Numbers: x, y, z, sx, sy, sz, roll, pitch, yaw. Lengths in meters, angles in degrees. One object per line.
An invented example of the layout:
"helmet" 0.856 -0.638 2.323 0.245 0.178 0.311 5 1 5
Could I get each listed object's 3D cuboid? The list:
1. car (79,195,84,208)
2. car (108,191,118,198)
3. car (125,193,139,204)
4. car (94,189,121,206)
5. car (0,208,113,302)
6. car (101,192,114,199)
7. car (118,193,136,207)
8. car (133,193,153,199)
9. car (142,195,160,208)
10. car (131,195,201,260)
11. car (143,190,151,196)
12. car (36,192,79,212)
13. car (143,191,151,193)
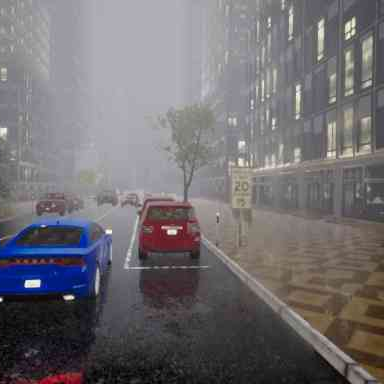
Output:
"car" -11.955 0.978 32.907 1.967 1.590 4.097 1 1 -8
"car" -18.205 0.478 76.932 1.967 1.590 4.097 1 1 -8
"car" -9.108 0.893 50.801 1.882 1.535 5.008 1 1 -8
"car" -10.731 0.688 42.564 2.150 2.045 5.566 1 1 -8
"car" -3.070 1.387 8.135 1.882 1.535 5.008 1 1 -8
"car" -16.644 0.712 65.927 2.008 1.369 4.403 1 1 -8
"car" -7.662 1.129 40.950 1.895 1.301 4.718 1 1 -8
"car" -1.794 1.154 17.510 2.192 1.841 5.009 1 1 -8
"car" -4.936 1.134 39.520 2.008 1.369 4.403 1 1 -8
"car" -0.917 1.220 12.022 2.192 1.841 5.009 1 1 -8
"car" -12.746 0.276 94.549 2.192 1.841 5.009 1 1 -8
"car" -11.172 0.917 27.402 2.192 1.841 5.009 1 1 -8
"car" -7.280 0.939 56.030 1.887 1.381 4.507 1 1 -8
